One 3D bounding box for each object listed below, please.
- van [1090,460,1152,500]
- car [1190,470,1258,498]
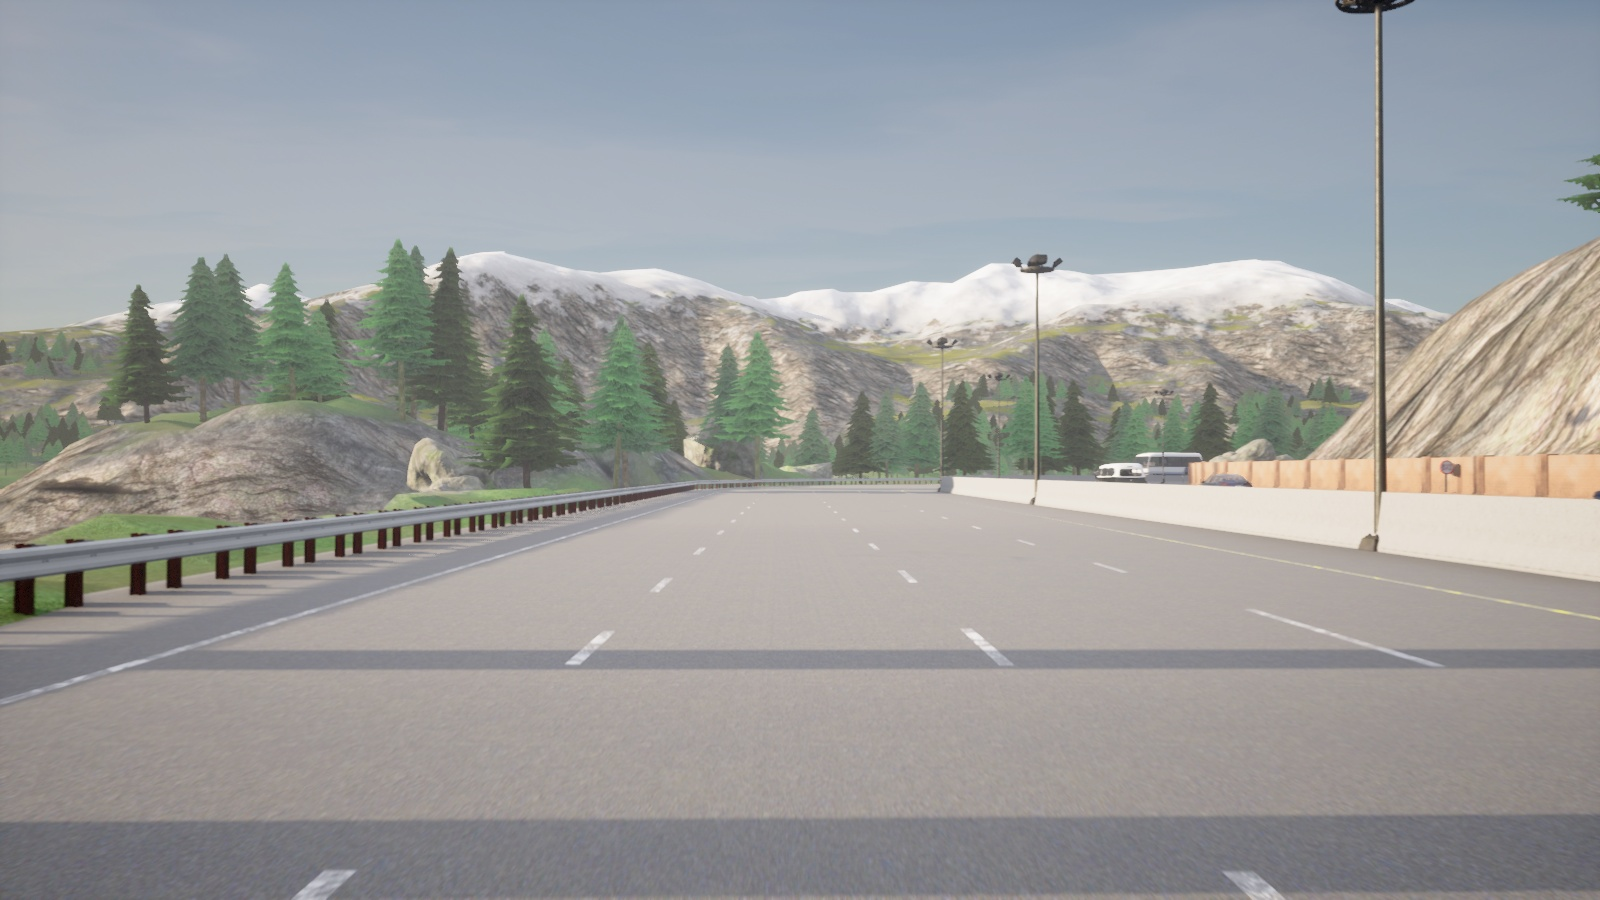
[{"bbox_3d":[16.951,1.585,66.558,2.069,2.038,4.480,0,-1,0],"label":"van"},{"bbox_3d":[23.914,1.907,71.007,2.163,1.488,4.792,0,-1,0],"label":"car"}]
